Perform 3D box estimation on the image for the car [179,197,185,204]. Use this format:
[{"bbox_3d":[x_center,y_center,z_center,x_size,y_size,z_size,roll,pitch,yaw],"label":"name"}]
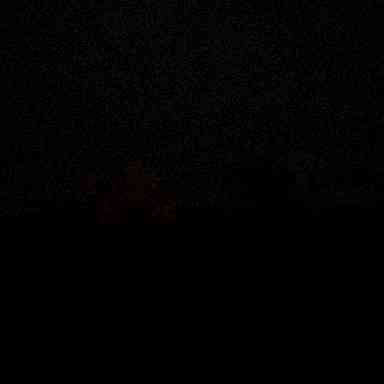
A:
[{"bbox_3d":[-1.264,1.831,73.409,1.812,1.442,4.674,-1,-1,36],"label":"car"}]
